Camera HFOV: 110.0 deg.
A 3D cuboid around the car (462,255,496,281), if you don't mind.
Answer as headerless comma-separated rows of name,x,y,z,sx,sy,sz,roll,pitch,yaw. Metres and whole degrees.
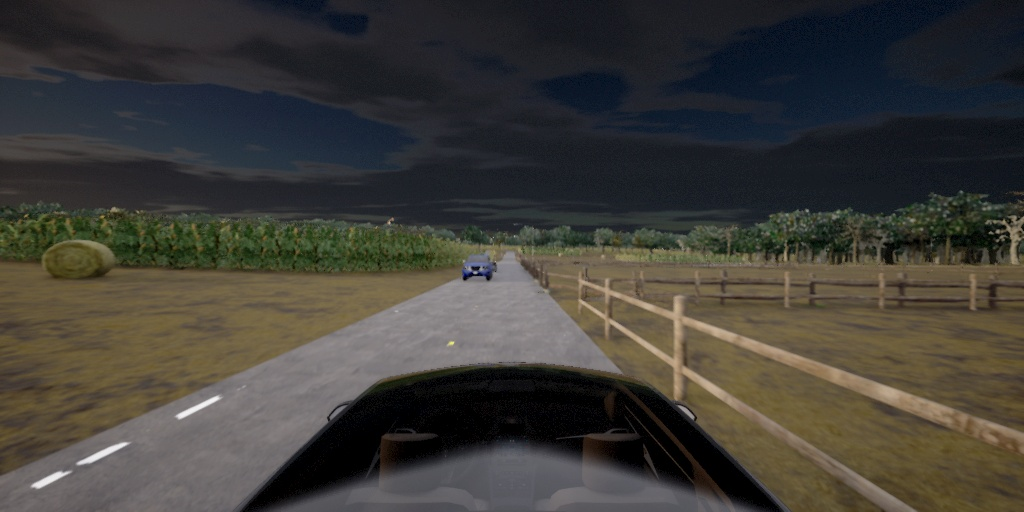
car,-2.757,0.905,29.787,2.150,2.045,5.566,0,0,0
